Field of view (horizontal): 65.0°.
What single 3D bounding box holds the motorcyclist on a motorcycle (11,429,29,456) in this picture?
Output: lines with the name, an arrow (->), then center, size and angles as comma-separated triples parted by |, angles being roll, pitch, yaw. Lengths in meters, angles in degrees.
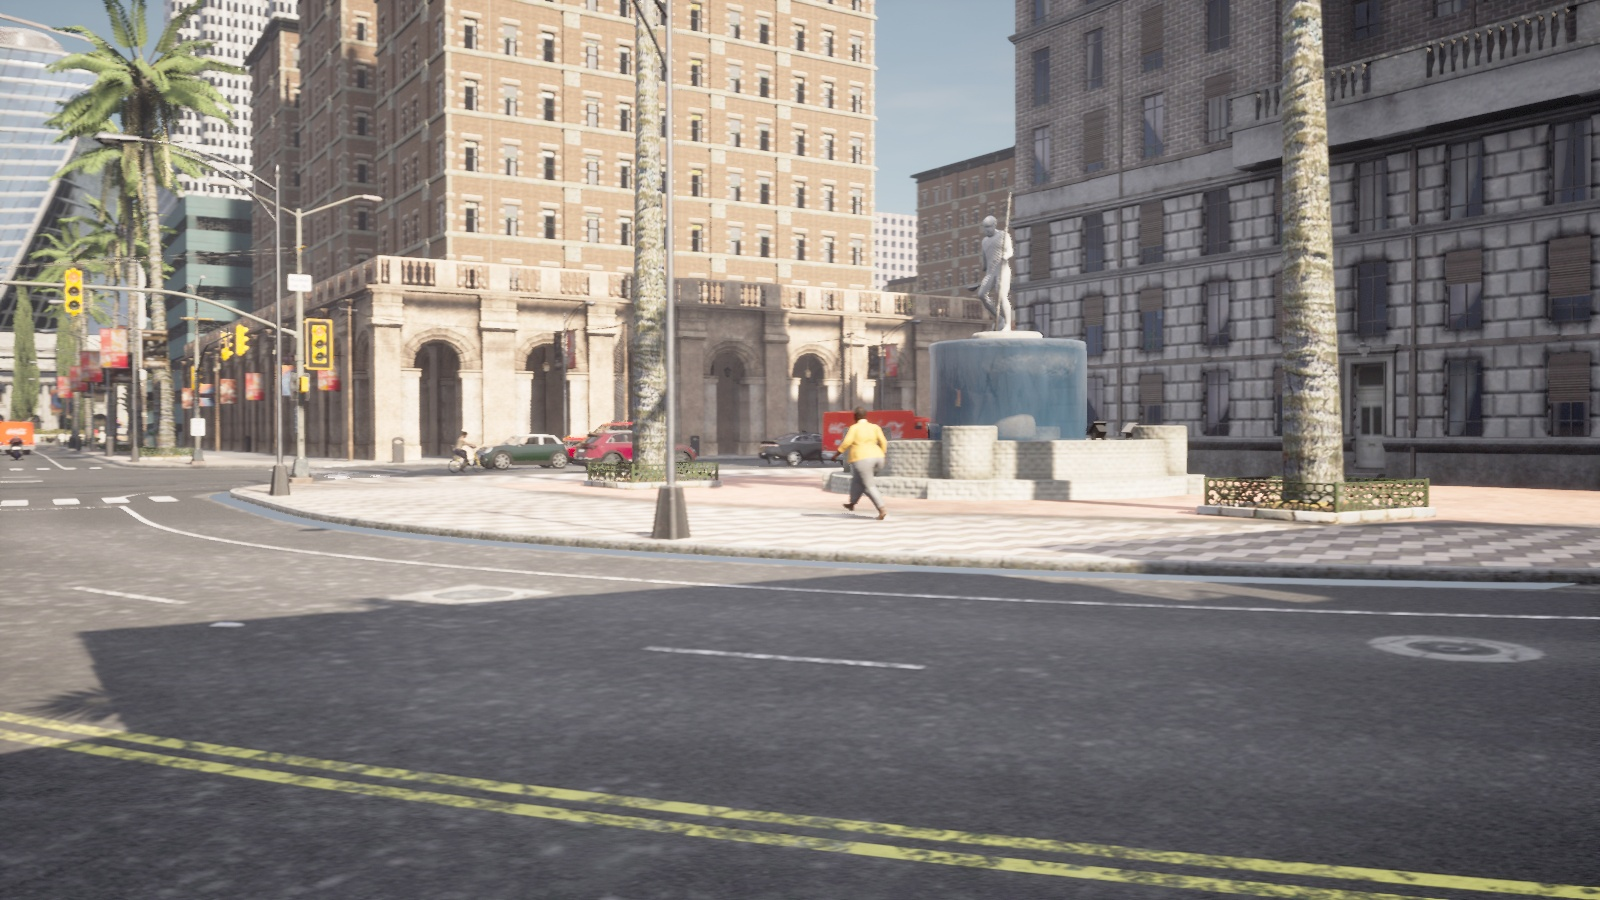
motorcyclist on a motorcycle -> -45.689, -0.441, 73.552 | 0.866, 1.530, 2.191 | 0, 1, -32

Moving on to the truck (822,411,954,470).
truck -> 3.866, -0.456, 54.879 | 5.204, 2.467, 2.627 | -1, 1, -33

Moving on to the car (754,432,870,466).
car -> 0.566, -0.066, 56.958 | 4.902, 1.511, 2.128 | 0, 1, -33

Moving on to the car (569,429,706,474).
car -> -6.252, 0.004, 48.584 | 4.856, 1.649, 2.033 | -1, 1, -32

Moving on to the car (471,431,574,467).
car -> -11.781, -0.058, 53.337 | 3.806, 1.475, 1.970 | 0, 1, -32

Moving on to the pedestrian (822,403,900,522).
pedestrian -> 0.988, 0.185, 20.299 | 0.874, 1.855, 0.900 | 0, 1, -40

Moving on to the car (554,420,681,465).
car -> -8.605, -0.382, 59.436 | 5.566, 2.045, 2.150 | 0, 1, -31

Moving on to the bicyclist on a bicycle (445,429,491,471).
bicyclist on a bicycle -> -12.833, -0.020, 48.560 | 1.509, 1.612, 0.866 | 0, 1, -32
